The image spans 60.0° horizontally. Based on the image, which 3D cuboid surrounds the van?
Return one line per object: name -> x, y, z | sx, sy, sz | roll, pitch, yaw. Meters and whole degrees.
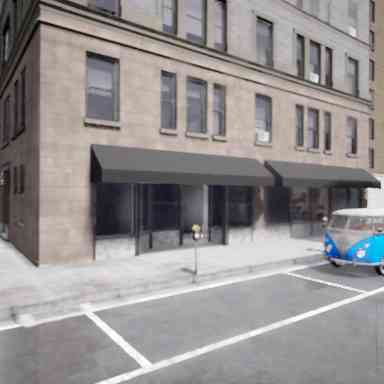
van -> 5.762, 1.405, 10.301 | 3.998, 1.788, 1.690 | 0, 0, -36
